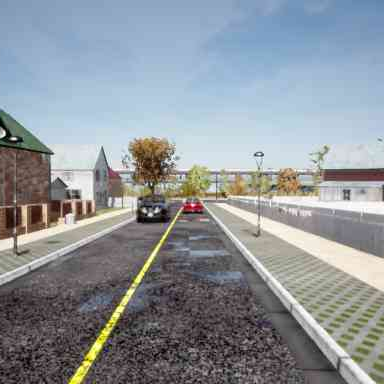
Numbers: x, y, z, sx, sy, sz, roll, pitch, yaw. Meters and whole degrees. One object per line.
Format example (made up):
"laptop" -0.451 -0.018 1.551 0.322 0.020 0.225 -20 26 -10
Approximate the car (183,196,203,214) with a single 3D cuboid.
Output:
"car" 0.090 1.345 35.336 2.097 1.767 4.553 0 0 0

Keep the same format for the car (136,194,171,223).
"car" -2.848 1.213 25.594 2.150 2.045 5.566 0 0 0

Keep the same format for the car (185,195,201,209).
"car" 0.090 1.353 45.097 2.097 1.767 4.553 0 0 0
